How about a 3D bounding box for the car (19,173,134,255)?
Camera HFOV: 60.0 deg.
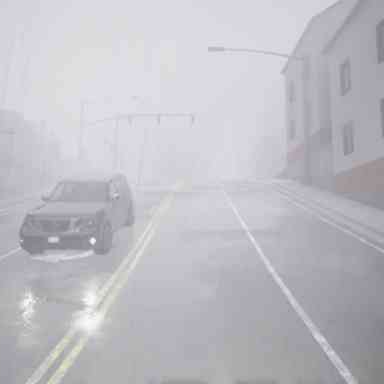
[{"bbox_3d":[-3.382,0.508,10.977,2.150,2.045,5.566,0,7,1],"label":"car"}]
